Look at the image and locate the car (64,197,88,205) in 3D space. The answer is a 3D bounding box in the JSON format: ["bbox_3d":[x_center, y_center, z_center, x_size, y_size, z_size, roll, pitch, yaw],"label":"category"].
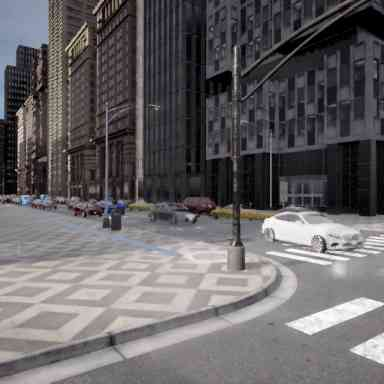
[{"bbox_3d":[-14.446,1.673,42.528,1.994,1.385,4.181,0,0,-37],"label":"car"}]

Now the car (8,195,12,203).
[{"bbox_3d":[-35.808,1.779,68.029,1.802,1.307,4.206,0,0,-35],"label":"car"}]

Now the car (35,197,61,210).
[{"bbox_3d":[-19.624,1.696,45.168,1.802,1.307,4.206,0,0,-35],"label":"car"}]

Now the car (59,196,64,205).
[{"bbox_3d":[-23.536,1.780,60.842,1.895,1.301,4.718,0,0,-36],"label":"car"}]

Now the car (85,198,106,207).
[{"bbox_3d":[-15.912,1.727,54.679,1.947,1.339,4.313,0,0,-35],"label":"car"}]

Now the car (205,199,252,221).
[{"bbox_3d":[3.410,1.593,27.386,1.752,1.417,4.829,0,0,-35],"label":"car"}]

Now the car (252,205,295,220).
[{"bbox_3d":[6.647,1.578,22.814,1.752,1.417,4.829,0,0,-35],"label":"car"}]

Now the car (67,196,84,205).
[{"bbox_3d":[-22.385,1.634,63.823,1.967,1.590,4.097,0,0,-35],"label":"car"}]

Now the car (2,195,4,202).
[{"bbox_3d":[-42.282,1.814,77.174,1.802,1.307,4.206,0,0,-35],"label":"car"}]

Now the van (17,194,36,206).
[{"bbox_3d":[-29.335,1.505,58.885,1.690,1.788,3.998,0,0,-35],"label":"van"}]

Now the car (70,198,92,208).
[{"bbox_3d":[-17.517,1.654,52.343,1.837,1.490,4.892,0,0,-35],"label":"car"}]

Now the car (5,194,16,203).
[{"bbox_3d":[-39.046,1.529,72.602,2.192,1.841,5.009,0,0,-35],"label":"car"}]

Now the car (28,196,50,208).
[{"bbox_3d":[-22.860,1.712,49.740,1.802,1.307,4.206,0,0,-35],"label":"car"}]

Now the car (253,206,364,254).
[{"bbox_3d":[4.789,1.538,13.922,1.812,1.442,4.674,0,0,-25],"label":"car"}]

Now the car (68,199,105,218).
[{"bbox_3d":[-9.913,1.612,31.451,1.887,1.381,4.507,0,0,-35],"label":"car"}]

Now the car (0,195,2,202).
[{"bbox_3d":[-45.519,1.690,81.746,1.967,1.590,4.097,0,0,-35],"label":"car"}]

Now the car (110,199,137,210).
[{"bbox_3d":[-9.439,1.680,45.535,2.008,1.369,4.403,0,0,-35],"label":"car"}]

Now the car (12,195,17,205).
[{"bbox_3d":[-32.473,1.705,63.318,1.752,1.417,4.829,0,0,-35],"label":"car"}]

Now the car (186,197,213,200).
[{"bbox_3d":[0.271,1.398,31.819,2.192,1.841,5.009,0,0,-35],"label":"car"}]

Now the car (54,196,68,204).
[{"bbox_3d":[-28.859,1.668,72.967,1.967,1.590,4.097,0,0,-35],"label":"car"}]

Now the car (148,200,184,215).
[{"bbox_3d":[-2.965,1.643,36.391,1.887,1.381,4.507,0,0,-35],"label":"car"}]

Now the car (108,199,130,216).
[{"bbox_3d":[-8.477,1.558,34.049,1.882,1.535,5.008,0,-1,-35],"label":"car"}]

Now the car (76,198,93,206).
[{"bbox_3d":[-19.149,1.759,59.251,1.802,1.307,4.206,0,0,-35],"label":"car"}]

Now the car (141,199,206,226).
[{"bbox_3d":[-1.471,1.540,24.139,2.128,1.511,4.902,0,0,-35],"label":"car"}]

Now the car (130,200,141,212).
[{"bbox_3d":[-6.301,1.639,41.102,1.752,1.417,4.829,0,0,-35],"label":"car"}]

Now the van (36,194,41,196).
[{"bbox_3d":[-38.570,1.622,86.684,1.690,1.788,3.998,0,0,-35],"label":"van"}]
